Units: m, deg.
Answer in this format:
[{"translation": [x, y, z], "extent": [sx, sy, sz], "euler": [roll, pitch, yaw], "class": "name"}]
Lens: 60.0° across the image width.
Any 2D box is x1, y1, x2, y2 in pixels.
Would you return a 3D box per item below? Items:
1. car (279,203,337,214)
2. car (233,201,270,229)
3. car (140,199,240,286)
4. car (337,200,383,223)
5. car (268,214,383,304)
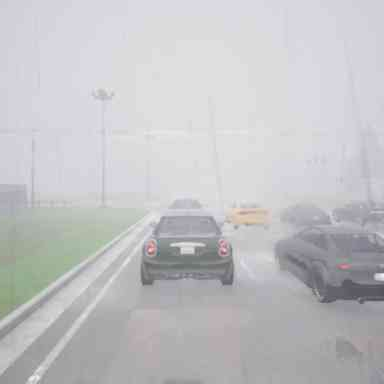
[{"translation": [6.647, 1.317, 19.976], "extent": [1.994, 1.385, 4.181], "euler": [0, 1, -1], "class": "car"}, {"translation": [3.159, 1.237, 19.471], "extent": [1.882, 1.535, 5.008], "euler": [0, 1, -1], "class": "car"}, {"translation": [-0.133, 1.238, 9.227], "extent": [2.097, 1.767, 4.553], "euler": [0, 1, -1], "class": "car"}, {"translation": [10.148, 1.243, 20.009], "extent": [2.128, 1.511, 4.902], "euler": [0, 0, -1], "class": "car"}, {"translation": [3.389, 1.463, 7.938], "extent": [1.994, 1.385, 4.181], "euler": [0, 0, -1], "class": "car"}]
